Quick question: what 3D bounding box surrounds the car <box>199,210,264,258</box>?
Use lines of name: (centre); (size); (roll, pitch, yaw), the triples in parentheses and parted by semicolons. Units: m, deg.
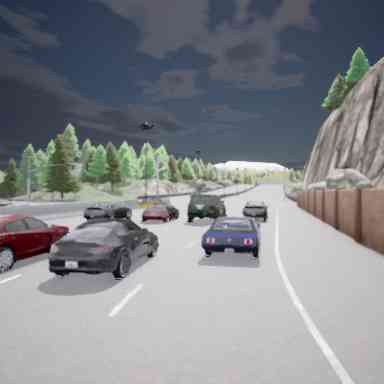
car: (1.674, 1.591, 12.777); (1.895, 1.301, 4.718); (0, 0, 12)

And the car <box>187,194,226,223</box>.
car: (1.192, 1.197, 25.518); (2.150, 2.045, 5.566); (0, 0, 14)

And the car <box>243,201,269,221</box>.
car: (5.125, 1.468, 26.780); (2.128, 1.511, 4.902); (0, 0, 14)

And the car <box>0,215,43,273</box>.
car: (-5.820, 1.463, 10.708); (1.882, 1.535, 5.008); (0, 0, 9)

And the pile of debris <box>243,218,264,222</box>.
pile of debris: (4.831, 2.155, 26.057); (1.500, 0.140, 1.860); (0, 0, 14)

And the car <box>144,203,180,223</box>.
car: (-2.337, 1.537, 25.772); (1.994, 1.385, 4.181); (0, 0, 14)

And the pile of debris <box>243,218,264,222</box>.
pile of debris: (4.831, 2.155, 26.057); (1.500, 0.140, 1.860); (0, 0, 14)

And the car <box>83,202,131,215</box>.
car: (-6.178, 1.462, 24.859); (2.128, 1.511, 4.902); (0, 0, 14)

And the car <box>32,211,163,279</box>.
car: (-2.418, 1.515, 9.983); (1.812, 1.442, 4.674); (0, 0, 9)
